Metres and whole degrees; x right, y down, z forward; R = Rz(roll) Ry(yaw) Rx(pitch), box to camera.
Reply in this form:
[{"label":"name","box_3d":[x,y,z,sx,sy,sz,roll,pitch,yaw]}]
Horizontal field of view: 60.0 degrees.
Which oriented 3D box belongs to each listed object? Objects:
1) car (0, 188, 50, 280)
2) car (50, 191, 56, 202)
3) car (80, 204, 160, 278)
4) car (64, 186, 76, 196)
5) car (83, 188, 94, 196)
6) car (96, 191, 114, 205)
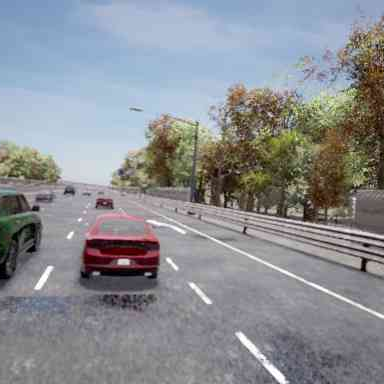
[{"label":"car","box_3d":[-5.479,0.867,8.763,2.150,2.045,5.566,5,0,-15]},{"label":"car","box_3d":[-18.214,0.470,41.590,2.033,1.411,5.357,5,0,-15]},{"label":"car","box_3d":[-2.175,1.386,9.832,1.882,1.535,5.008,5,0,-15]},{"label":"car","box_3d":[-27.290,-0.294,74.439,2.150,2.045,5.566,5,0,-15]},{"label":"car","box_3d":[-25.576,0.262,81.220,1.895,1.301,4.718,5,0,-15]},{"label":"car","box_3d":[-10.047,1.002,38.250,1.882,1.535,5.008,5,0,-15]}]
